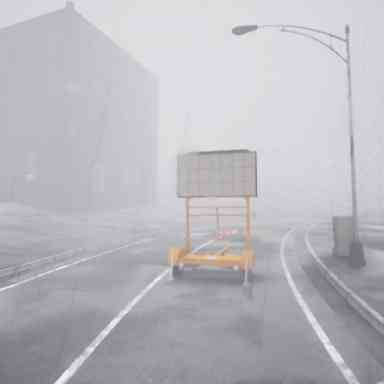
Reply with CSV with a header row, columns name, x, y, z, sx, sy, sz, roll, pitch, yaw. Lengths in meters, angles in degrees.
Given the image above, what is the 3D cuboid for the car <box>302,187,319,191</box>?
name,x,y,z,sx,sy,sz,roll,pitch,yaw
car,27.017,-0.405,78.509,4.792,1.488,2.163,3,-6,-29

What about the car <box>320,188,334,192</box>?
name,x,y,z,sx,sy,sz,roll,pitch,yaw
car,31.780,-0.142,81.286,4.674,1.452,2.002,3,-6,-30

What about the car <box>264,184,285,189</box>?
name,x,y,z,sx,sy,sz,roll,pitch,yaw
car,17.139,-0.923,73.147,5.008,1.535,2.097,3,-6,-27

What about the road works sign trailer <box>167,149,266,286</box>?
name,x,y,z,sx,sy,sz,roll,pitch,yaw
road works sign trailer,0.778,0.571,9.904,2.380,3.560,2.880,-1,-1,17

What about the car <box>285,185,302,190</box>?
name,x,y,z,sx,sy,sz,roll,pitch,yaw
car,22.020,-0.814,75.734,4.553,1.767,2.185,3,-6,-28

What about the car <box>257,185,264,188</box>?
name,x,y,z,sx,sy,sz,roll,pitch,yaw
car,12.181,-1.110,70.662,4.674,1.452,2.002,2,-6,-25

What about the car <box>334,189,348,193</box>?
name,x,y,z,sx,sy,sz,roll,pitch,yaw
car,36.398,0.079,84.118,4.892,1.521,2.231,3,-6,-31

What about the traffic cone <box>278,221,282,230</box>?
name,x,y,z,sx,sy,sz,roll,pitch,yaw
traffic cone,5.810,2.231,22.007,0.340,0.580,0.340,-2,-2,16

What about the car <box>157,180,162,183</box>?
name,x,y,z,sx,sy,sz,roll,pitch,yaw
car,-7.828,-2.012,61.539,4.553,1.767,2.185,2,-5,-24
